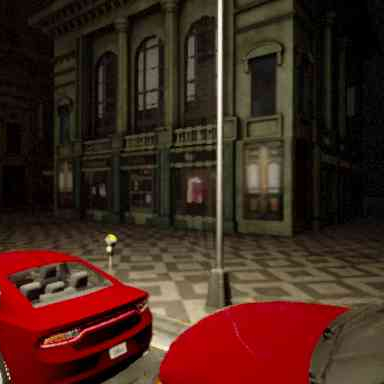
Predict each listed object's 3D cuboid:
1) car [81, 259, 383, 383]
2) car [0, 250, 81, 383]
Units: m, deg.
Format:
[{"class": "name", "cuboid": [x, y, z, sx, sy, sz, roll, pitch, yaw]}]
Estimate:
[{"class": "car", "cuboid": [1.987, 1.316, 1.540, 5.009, 1.841, 2.192, 0, 0, 36]}, {"class": "car", "cuboid": [-2.594, 1.537, 4.824, 4.507, 1.381, 1.887, 0, 0, 36]}]
